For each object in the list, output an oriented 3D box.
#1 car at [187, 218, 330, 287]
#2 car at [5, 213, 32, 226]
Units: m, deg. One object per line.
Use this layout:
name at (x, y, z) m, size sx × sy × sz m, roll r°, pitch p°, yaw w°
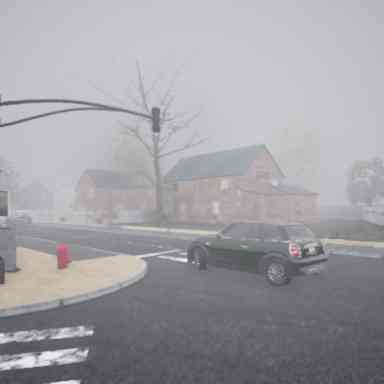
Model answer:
car at (1.909, 1.699, 10.816) m, size 2.097 × 1.767 × 4.553 m, roll 2°, pitch -3°, yaw -43°
car at (-20.452, 3.232, 39.208) m, size 2.128 × 1.511 × 4.902 m, roll 1°, pitch -3°, yaw -44°
